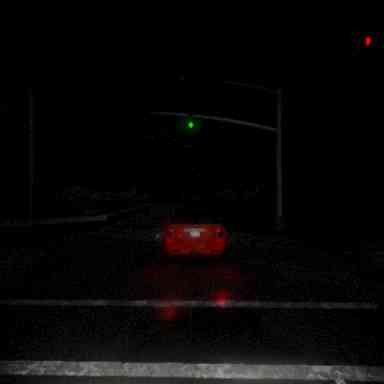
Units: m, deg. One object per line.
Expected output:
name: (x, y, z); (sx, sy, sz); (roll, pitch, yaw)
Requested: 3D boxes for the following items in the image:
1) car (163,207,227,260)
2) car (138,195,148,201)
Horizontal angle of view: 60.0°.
car: (0.100, 1.345, 12.577); (2.097, 1.767, 4.553); (0, 0, 0)
car: (-10.948, 1.362, 65.470); (4.553, 1.767, 2.097); (0, 0, 24)
